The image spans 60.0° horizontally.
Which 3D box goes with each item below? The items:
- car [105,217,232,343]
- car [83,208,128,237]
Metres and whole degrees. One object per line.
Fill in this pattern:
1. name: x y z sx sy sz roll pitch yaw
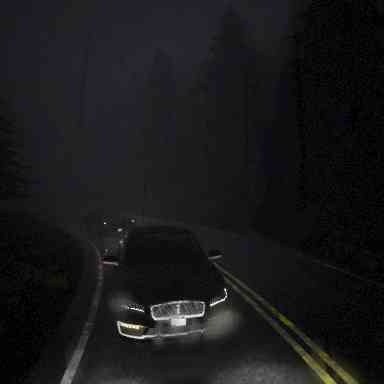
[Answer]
1. car: -0.650 1.495 6.838 1.837 1.490 4.892 -1 0 -11
2. car: -4.701 1.615 18.664 1.895 1.301 4.718 -3 1 -29
